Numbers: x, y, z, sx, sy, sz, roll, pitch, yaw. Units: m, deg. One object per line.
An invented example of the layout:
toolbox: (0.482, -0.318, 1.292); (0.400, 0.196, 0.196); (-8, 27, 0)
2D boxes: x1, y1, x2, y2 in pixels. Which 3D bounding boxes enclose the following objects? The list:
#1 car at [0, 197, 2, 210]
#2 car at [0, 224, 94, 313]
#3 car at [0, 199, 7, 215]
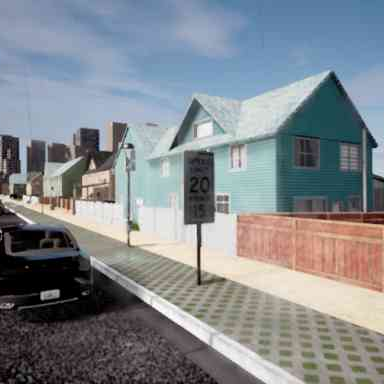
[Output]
car: (-25.161, 1.470, 41.764); (2.128, 1.511, 4.902); (0, 0, -32)
car: (-3.703, 1.500, 7.710); (1.837, 1.490, 4.892); (0, 0, -32)
car: (-19.598, 1.474, 33.015); (2.128, 1.511, 4.902); (0, 0, -31)
